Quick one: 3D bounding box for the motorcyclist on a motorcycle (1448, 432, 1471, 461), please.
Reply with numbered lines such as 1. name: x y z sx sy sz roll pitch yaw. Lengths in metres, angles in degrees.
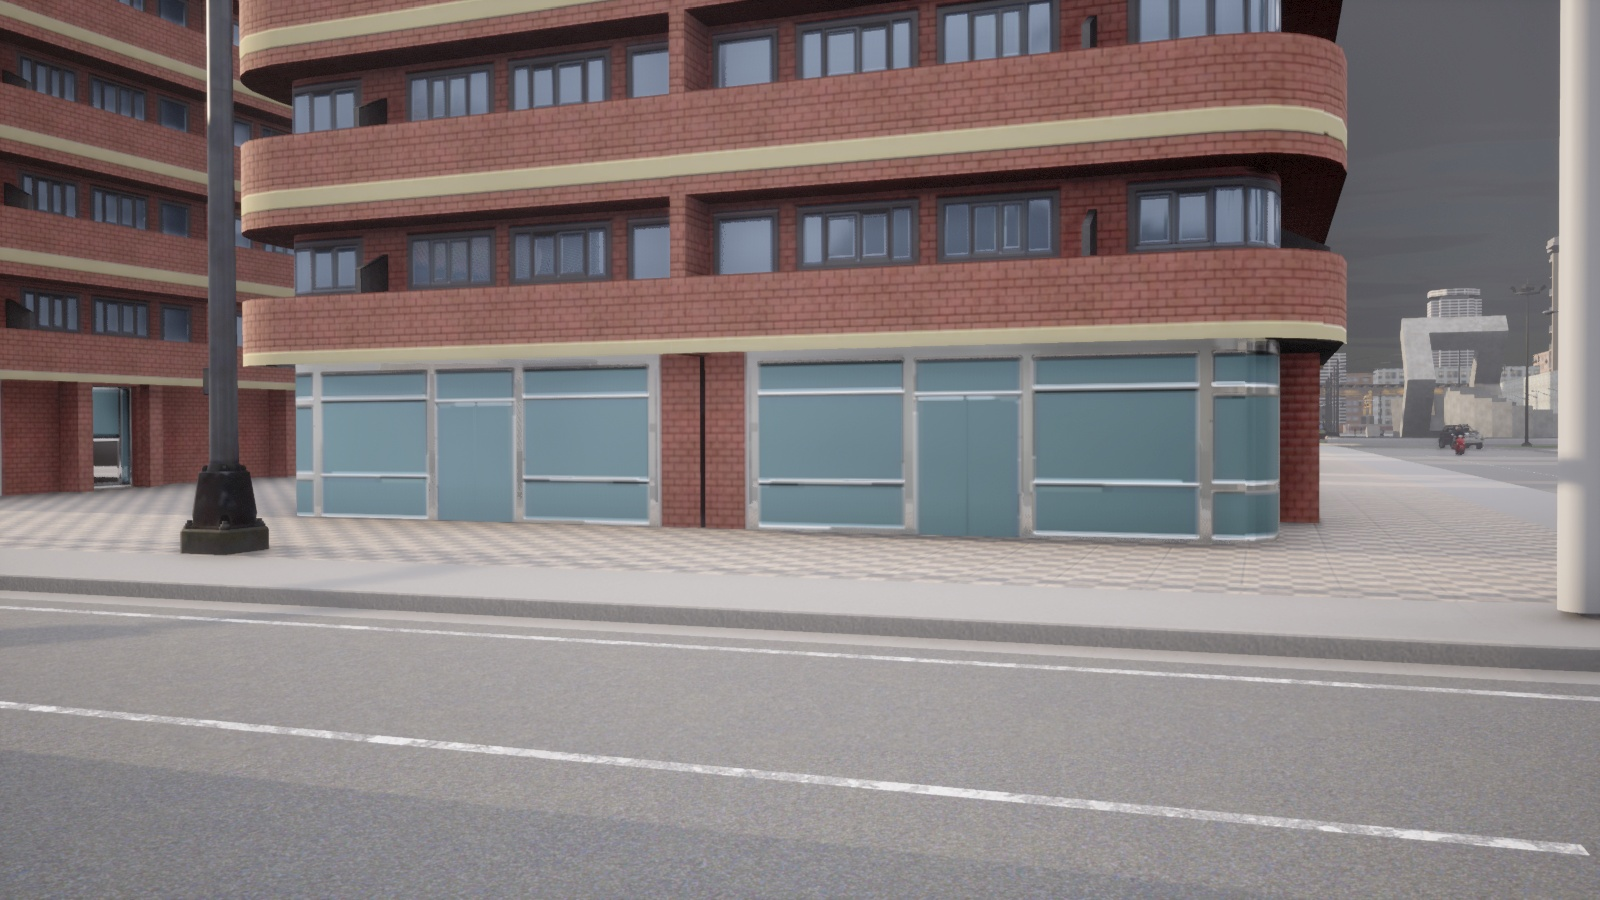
1. motorcyclist on a motorcycle: 37.033 -0.210 70.497 0.866 1.590 1.817 1 1 20
